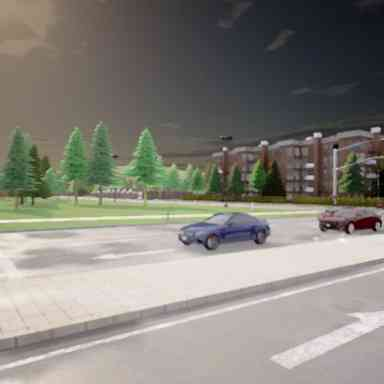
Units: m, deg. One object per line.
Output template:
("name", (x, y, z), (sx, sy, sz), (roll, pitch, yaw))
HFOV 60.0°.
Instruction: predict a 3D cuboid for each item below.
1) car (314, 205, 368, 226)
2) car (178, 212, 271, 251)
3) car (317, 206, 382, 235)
("car", (11.971, 1.834, 26.643), (4.674, 1.442, 1.812), (1, -1, -36))
("car", (1.577, 1.647, 14.921), (4.674, 1.442, 1.812), (1, -1, -36))
("car", (10.016, 1.726, 20.914), (5.008, 1.535, 1.882), (1, -1, -35))
